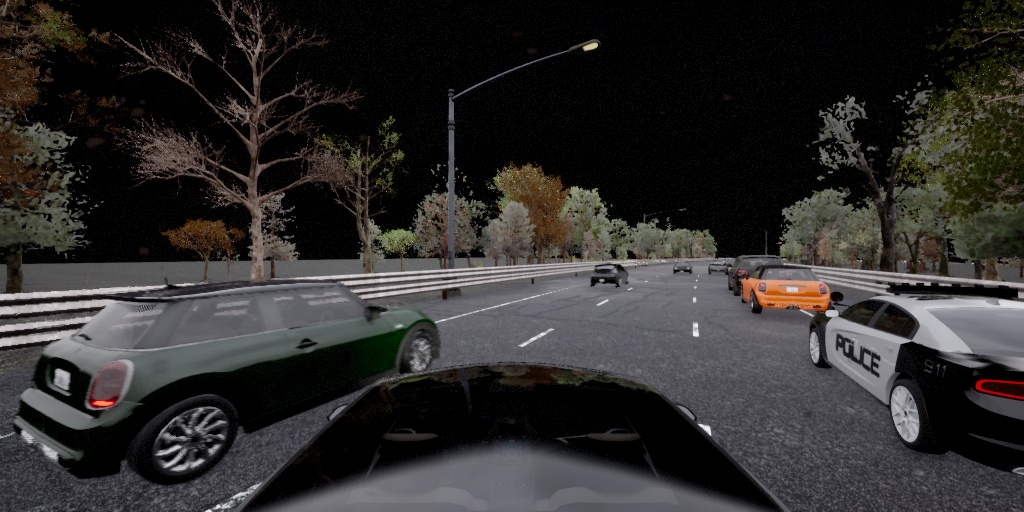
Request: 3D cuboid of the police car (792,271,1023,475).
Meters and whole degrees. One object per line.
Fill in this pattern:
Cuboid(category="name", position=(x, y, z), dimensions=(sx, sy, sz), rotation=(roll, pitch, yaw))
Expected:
Cuboid(category="police car", position=(5.624, 1.175, 4.721), dimensions=(1.930, 1.638, 5.238), rotation=(0, 0, 26))

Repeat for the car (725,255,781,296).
Cuboid(category="car", position=(12.711, 0.978, 18.753), dimensions=(2.150, 2.045, 5.566), rotation=(0, 0, 27))

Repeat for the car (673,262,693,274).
Cuboid(category="car", position=(19.471, 1.369, 40.748), dimensions=(1.895, 1.301, 4.718), rotation=(0, 0, 29))

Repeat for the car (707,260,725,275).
Cuboid(category="car", position=(22.585, 1.260, 39.278), dimensions=(2.128, 1.511, 4.902), rotation=(0, 0, 30))

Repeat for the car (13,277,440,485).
Cuboid(category="car", position=(-3.036, 1.102, 5.071), dimensions=(2.097, 1.767, 4.553), rotation=(0, 0, 26))

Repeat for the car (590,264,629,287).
Cuboid(category="car", position=(6.715, 1.259, 24.406), dimensions=(1.837, 1.490, 4.892), rotation=(0, 0, 28))

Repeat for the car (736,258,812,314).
Cuboid(category="car", position=(9.979, 1.102, 13.428), dimensions=(2.097, 1.767, 4.553), rotation=(0, 0, 27))
